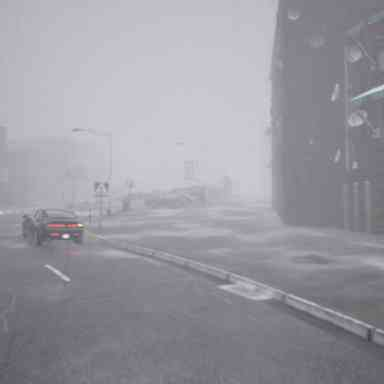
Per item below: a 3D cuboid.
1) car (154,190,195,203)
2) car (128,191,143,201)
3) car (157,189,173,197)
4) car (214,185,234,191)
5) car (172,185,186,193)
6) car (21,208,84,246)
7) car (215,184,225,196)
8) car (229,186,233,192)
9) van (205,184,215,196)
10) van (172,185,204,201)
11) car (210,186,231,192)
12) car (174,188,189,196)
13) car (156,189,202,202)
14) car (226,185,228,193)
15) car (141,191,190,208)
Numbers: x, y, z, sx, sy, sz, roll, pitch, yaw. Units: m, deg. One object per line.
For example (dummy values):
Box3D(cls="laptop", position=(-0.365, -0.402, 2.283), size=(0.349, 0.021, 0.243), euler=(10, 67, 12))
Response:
Box3D(cls="car", position=(-2.336, 0.905, 41.298), size=(4.674, 1.452, 2.002), euler=(0, 3, -6))
Box3D(cls="car", position=(-8.261, 0.544, 51.585), size=(1.882, 1.535, 5.008), euler=(0, 2, 13))
Box3D(cls="car", position=(-5.219, 0.117, 64.849), size=(1.895, 1.301, 4.718), euler=(0, 2, 13))
Box3D(cls="car", position=(8.207, -0.977, 85.726), size=(4.892, 1.521, 2.231), euler=(0, 2, -7))
Box3D(cls="car", position=(-2.908, -0.700, 74.565), size=(2.097, 1.767, 4.553), euler=(0, 2, 13))
Box3D(cls="car", position=(-6.416, 1.493, 15.171), size=(1.837, 1.490, 4.892), euler=(4, -2, -36))
Box3D(cls="car", position=(2.621, -0.248, 62.018), size=(5.566, 2.045, 2.435), euler=(0, 2, -6))
Box3D(cls="car", position=(6.303, -0.616, 76.852), size=(5.366, 1.575, 1.946), euler=(0, 2, -6))
Box3D(cls="van", position=(1.069, 0.025, 56.073), size=(4.442, 1.987, 1.878), euler=(0, 3, -6))
Box3D(cls="van", position=(-0.813, 0.392, 47.225), size=(4.442, 1.987, 1.878), euler=(0, 2, -6))
Box3D(cls="car", position=(6.853, -0.706, 79.798), size=(4.792, 1.488, 2.163), euler=(0, 2, -7))
Box3D(cls="car", position=(-1.968, 0.050, 64.470), size=(1.994, 1.385, 4.181), euler=(0, 2, 13))
Box3D(cls="car", position=(-1.818, 0.740, 44.235), size=(5.366, 1.575, 1.946), euler=(0, 3, -6))
Box3D(cls="car", position=(4.676, -0.492, 70.898), size=(4.553, 1.767, 2.185), euler=(0, 2, -6))
Box3D(cls="car", position=(-3.050, 0.989, 38.342), size=(4.892, 1.521, 2.231), euler=(0, 2, -6))
